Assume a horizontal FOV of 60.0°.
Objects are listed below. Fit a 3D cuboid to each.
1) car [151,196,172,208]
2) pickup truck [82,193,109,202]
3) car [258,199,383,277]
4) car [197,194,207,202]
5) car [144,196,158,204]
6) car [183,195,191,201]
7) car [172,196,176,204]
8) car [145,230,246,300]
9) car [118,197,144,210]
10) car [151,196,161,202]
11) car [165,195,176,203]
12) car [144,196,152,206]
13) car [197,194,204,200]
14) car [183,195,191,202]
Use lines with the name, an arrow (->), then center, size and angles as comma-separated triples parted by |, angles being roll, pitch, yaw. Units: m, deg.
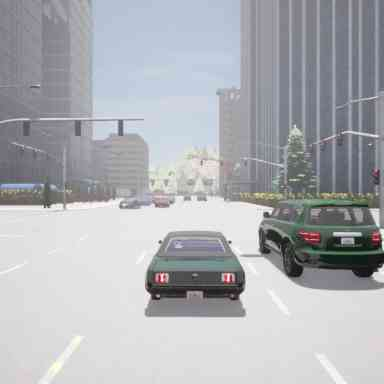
car -> -4.255, 1.477, 47.670 | 1.882, 1.535, 5.008 | 0, 0, -1
pickup truck -> -21.151, 1.058, 73.381 | 2.390, 2.098, 6.274 | 0, 0, 30
car -> 3.588, 1.221, 10.349 | 2.150, 2.045, 5.566 | 0, 0, 0
car -> 2.397, 1.348, 78.784 | 2.097, 1.767, 4.553 | 0, 0, -1
car -> -7.949, 1.492, 64.545 | 2.128, 1.511, 4.902 | 0, 0, 0
car -> -1.244, 1.540, 88.871 | 2.033, 1.411, 5.357 | 0, 0, -1
car -> -4.412, 1.601, 60.612 | 1.895, 1.301, 4.718 | 0, 0, -1
car -> 0.076, 1.601, 8.321 | 1.895, 1.301, 4.718 | 0, 0, 0
car -> -8.064, 1.491, 42.994 | 2.128, 1.511, 4.902 | 0, 0, 4
car -> -8.047, 1.594, 74.682 | 1.895, 1.301, 4.718 | 0, 0, -1
car -> -4.497, 1.525, 71.105 | 2.128, 1.511, 4.902 | 0, 0, -1
car -> -7.839, 1.525, 53.817 | 1.812, 1.442, 4.674 | 0, 0, -1
car -> 2.254, 1.386, 89.065 | 1.882, 1.535, 5.008 | 0, 0, -1
car -> -1.099, 1.500, 78.516 | 1.837, 1.490, 4.892 | 0, 0, -1
